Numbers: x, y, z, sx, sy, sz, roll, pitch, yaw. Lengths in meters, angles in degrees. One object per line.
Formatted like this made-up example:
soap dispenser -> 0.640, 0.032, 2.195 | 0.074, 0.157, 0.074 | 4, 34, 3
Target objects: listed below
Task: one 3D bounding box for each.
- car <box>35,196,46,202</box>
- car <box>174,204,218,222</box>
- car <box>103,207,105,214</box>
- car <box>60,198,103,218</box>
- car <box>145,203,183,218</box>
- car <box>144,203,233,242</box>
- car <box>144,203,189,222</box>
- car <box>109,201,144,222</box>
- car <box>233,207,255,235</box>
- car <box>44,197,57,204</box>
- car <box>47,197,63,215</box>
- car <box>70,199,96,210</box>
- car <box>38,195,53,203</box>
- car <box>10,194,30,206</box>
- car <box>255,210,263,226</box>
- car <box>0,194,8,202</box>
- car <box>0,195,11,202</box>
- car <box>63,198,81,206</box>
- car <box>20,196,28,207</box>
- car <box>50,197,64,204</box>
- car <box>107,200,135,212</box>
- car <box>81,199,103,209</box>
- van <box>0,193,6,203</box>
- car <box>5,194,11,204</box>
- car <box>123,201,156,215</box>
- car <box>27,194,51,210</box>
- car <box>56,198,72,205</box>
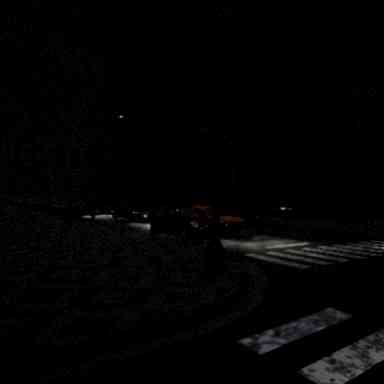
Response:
car -> -38.112, 1.795, 83.548 | 1.752, 1.417, 4.829 | 2, -1, -36
car -> 0.272, 1.840, 29.843 | 1.802, 1.307, 4.206 | 2, -1, -36
car -> -10.898, 1.580, 35.414 | 1.837, 1.490, 4.892 | 2, -1, -36
car -> -9.852, 1.529, 29.356 | 1.887, 1.381, 4.507 | 2, -1, -36
car -> -2.918, 1.827, 34.307 | 1.947, 1.339, 4.313 | 2, -1, -36
car -> -0.295, 1.415, 15.991 | 1.967, 1.590, 4.097 | 2, -1, -37
car -> -2.298, 1.736, 28.857 | 1.994, 1.385, 4.181 | 2, -1, -36
car -> -4.917, 1.559, 27.034 | 2.128, 1.511, 4.902 | 2, -1, -36
car -> 0.914, 1.540, 18.873 | 1.882, 1.535, 5.008 | 2, -1, -36
car -> -31.634, 1.852, 74.481 | 1.802, 1.307, 4.206 | 2, -1, -36
car -> -12.944, 1.513, 33.683 | 1.752, 1.417, 4.829 | 2, -1, -36
car -> -15.632, 1.731, 47.460 | 2.033, 1.411, 5.357 | 2, -1, -35
car -> -34.817, 1.585, 78.950 | 2.192, 1.841, 5.009 | 2, -1, -36
car -> -28.900, 1.520, 56.006 | 1.752, 1.417, 4.829 | 2, -1, -36
car -> 3.463, 1.820, 25.379 | 1.947, 1.339, 4.313 | 2, -1, -36
car -> -44.948, 1.308, 78.471 | 2.192, 1.841, 5.009 | 2, -1, -36
car -> -41.761, 1.434, 74.004 | 1.967, 1.590, 4.097 | 2, -1, -36
car -> -22.062, 1.837, 61.090 | 1.947, 1.339, 4.313 | 2, -1, -36
car -> -22.618, 1.577, 47.214 | 1.802, 1.307, 4.206 | 2, -1, -36
car -> -28.540, 1.796, 70.157 | 1.752, 1.417, 4.829 | 2, -1, -36
car -> -9.299, 1.818, 43.234 | 2.008, 1.369, 4.403 | 2, -1, -36
car -> -15.680, 1.822, 52.163 | 2.008, 1.369, 4.403 | 2, -1, -36
van -> -38.567, 1.335, 69.541 | 1.690, 1.788, 3.998 | 2, -1, -36
car -> -32.187, 1.434, 60.611 | 1.967, 1.590, 4.097 | 2, -1, -36
car -> -6.207, 1.790, 38.910 | 1.752, 1.417, 4.829 | 2, -1, -36
car -> -19.423, 1.434, 42.752 | 1.967, 1.590, 4.097 | 2, -1, -36
car -> -25.252, 1.837, 65.554 | 1.947, 1.339, 4.313 | 2, -1, -36
